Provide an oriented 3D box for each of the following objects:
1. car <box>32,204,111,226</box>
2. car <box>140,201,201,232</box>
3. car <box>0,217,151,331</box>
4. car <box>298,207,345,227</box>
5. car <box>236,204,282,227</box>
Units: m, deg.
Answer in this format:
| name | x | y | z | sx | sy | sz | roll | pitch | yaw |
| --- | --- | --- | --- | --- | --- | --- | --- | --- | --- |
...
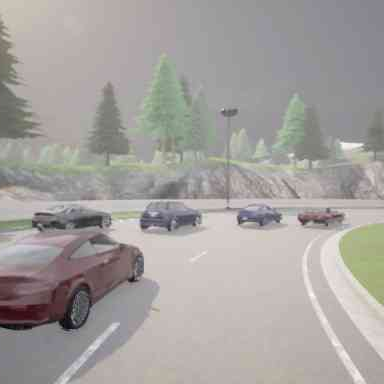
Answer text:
| name | x | y | z | sx | sy | sz | roll | pitch | yaw |
| --- | --- | --- | --- | --- | --- | --- | --- | --- | --- |
| car | -6.398 | 1.411 | 18.279 | 2.128 | 1.511 | 4.902 | 0 | 0 | 23 |
| car | -1.183 | 1.328 | 20.355 | 2.097 | 1.767 | 4.553 | 1 | 0 | 27 |
| car | -2.466 | 1.495 | 6.828 | 1.812 | 1.442 | 4.674 | 0 | 0 | 10 |
| car | 9.274 | 1.690 | 23.613 | 1.895 | 1.301 | 4.718 | 1 | 0 | 40 |
| car | 4.748 | 1.565 | 23.361 | 1.812 | 1.442 | 4.674 | 0 | 0 | 35 |
